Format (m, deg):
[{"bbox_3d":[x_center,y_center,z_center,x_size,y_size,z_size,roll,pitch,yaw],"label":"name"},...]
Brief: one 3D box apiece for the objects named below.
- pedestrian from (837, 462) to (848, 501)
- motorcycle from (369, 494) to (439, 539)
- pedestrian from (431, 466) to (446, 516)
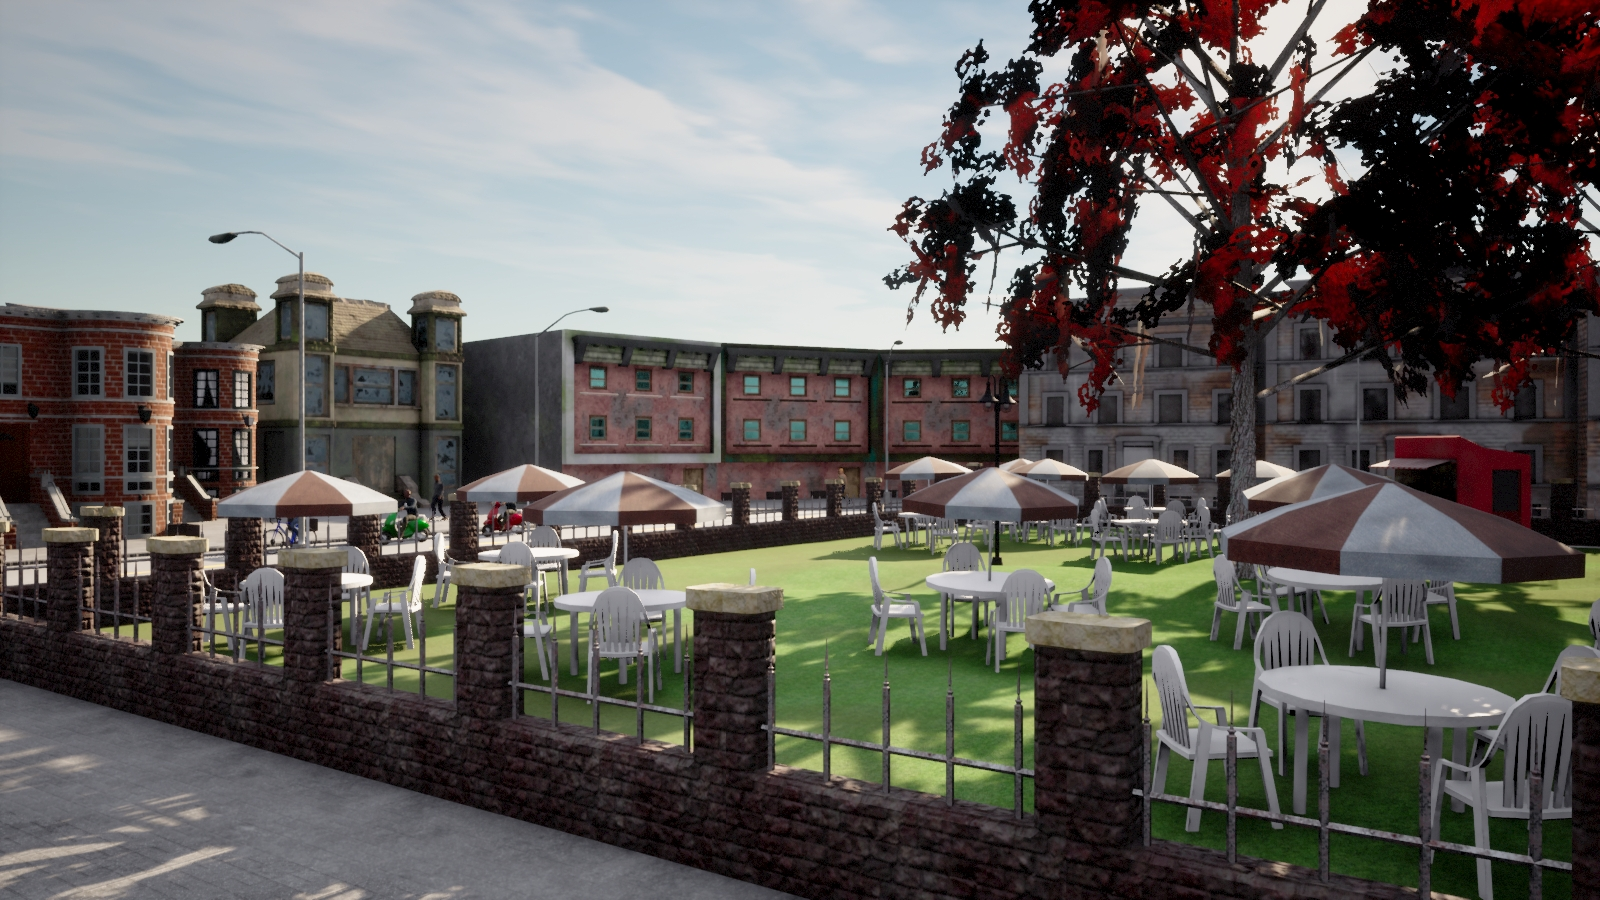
[{"bbox_3d":[2.061,1.514,54.812,0.375,1.860,0.375,0,0,-37],"label":"pedestrian"},{"bbox_3d":[-11.759,1.950,33.969,0.856,1.236,1.805,0,0,35],"label":"motorcycle"},{"bbox_3d":[-13.518,1.514,42.739,0.375,1.860,0.375,0,0,31],"label":"pedestrian"}]
